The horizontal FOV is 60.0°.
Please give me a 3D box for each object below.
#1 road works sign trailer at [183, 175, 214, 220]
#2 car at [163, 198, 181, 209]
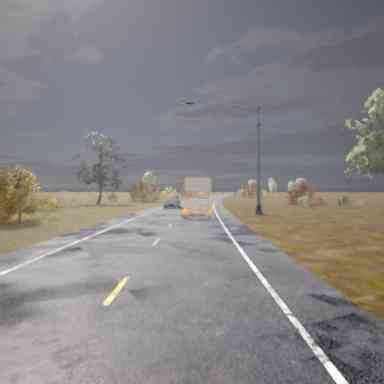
[{"bbox_3d":[0.461,0.408,27.415,2.380,3.560,2.880,0,0,2],"label":"road works sign trailer"},{"bbox_3d":[-2.458,1.473,42.505,1.994,1.385,4.181,0,0,3],"label":"car"}]
